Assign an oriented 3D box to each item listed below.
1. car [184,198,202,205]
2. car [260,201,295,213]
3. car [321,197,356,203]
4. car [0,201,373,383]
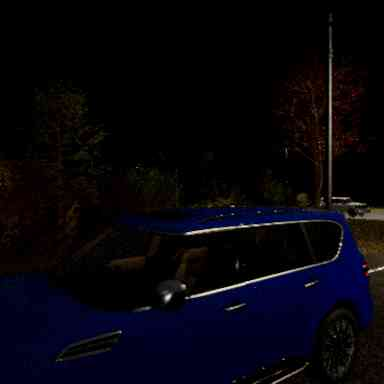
[{"bbox_3d":[0.237,2.201,74.473,1.812,1.442,4.674,-1,0,-31],"label":"car"},{"bbox_3d":[12.149,2.057,47.426,1.837,1.490,4.892,-1,0,-31],"label":"car"},{"bbox_3d":[17.455,1.645,38.449,2.150,2.045,5.566,-1,0,-32],"label":"car"},{"bbox_3d":[-0.128,1.229,3.871,5.566,2.045,2.150,0,0,-35],"label":"car"}]
